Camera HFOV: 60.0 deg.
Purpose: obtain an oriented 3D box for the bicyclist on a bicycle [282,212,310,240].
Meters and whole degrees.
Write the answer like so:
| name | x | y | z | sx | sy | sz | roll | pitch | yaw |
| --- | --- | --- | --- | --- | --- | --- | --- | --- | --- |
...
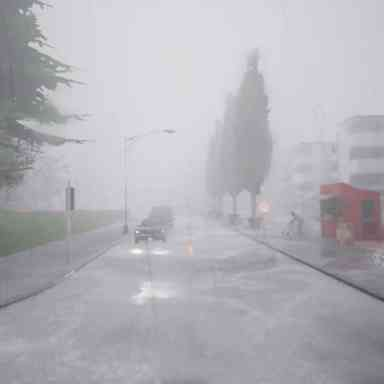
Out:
| name | x | y | z | sx | sy | sz | roll | pitch | yaw |
| --- | --- | --- | --- | --- | --- | --- | --- | --- | --- |
| bicyclist on a bicycle | 6.035 | 1.961 | 19.298 | 1.656 | 1.620 | 0.582 | -1 | -2 | -2 |

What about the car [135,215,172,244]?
| name | x | y | z | sx | sy | sz | roll | pitch | yaw |
| --- | --- | --- | --- | --- | --- | --- | --- | --- | --- |
| car | -2.425 | 2.391 | 20.811 | 1.895 | 1.301 | 4.718 | -1 | -2 | -2 |

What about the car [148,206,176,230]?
| name | x | y | z | sx | sy | sz | roll | pitch | yaw |
| --- | --- | --- | --- | --- | --- | --- | --- | --- | --- |
| car | -2.836 | 2.388 | 31.215 | 2.150 | 2.045 | 5.566 | -1 | -2 | -2 |
